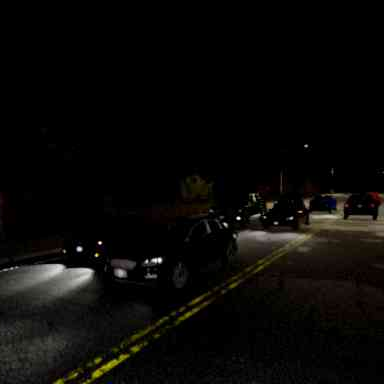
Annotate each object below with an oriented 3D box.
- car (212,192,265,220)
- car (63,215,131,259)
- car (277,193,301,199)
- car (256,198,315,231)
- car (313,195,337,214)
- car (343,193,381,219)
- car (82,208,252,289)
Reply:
[{"bbox_3d":[3.154,1.028,21.584,2.150,2.045,5.566,-1,1,31],"label":"car"},{"bbox_3d":[-2.480,1.547,11.993,1.994,1.385,4.181,-1,0,30],"label":"car"},{"bbox_3d":[9.404,0.964,32.272,2.097,1.767,4.553,-1,0,31],"label":"car"},{"bbox_3d":[5.519,1.299,19.199,1.812,1.442,4.674,-1,0,31],"label":"car"},{"bbox_3d":[11.829,1.052,29.986,1.882,1.535,5.008,-1,0,31],"label":"car"},{"bbox_3d":[12.447,0.948,24.393,2.097,1.767,4.553,-1,0,31],"label":"car"},{"bbox_3d":[-0.303,1.446,9.264,2.128,1.511,4.902,-1,0,30],"label":"car"}]
